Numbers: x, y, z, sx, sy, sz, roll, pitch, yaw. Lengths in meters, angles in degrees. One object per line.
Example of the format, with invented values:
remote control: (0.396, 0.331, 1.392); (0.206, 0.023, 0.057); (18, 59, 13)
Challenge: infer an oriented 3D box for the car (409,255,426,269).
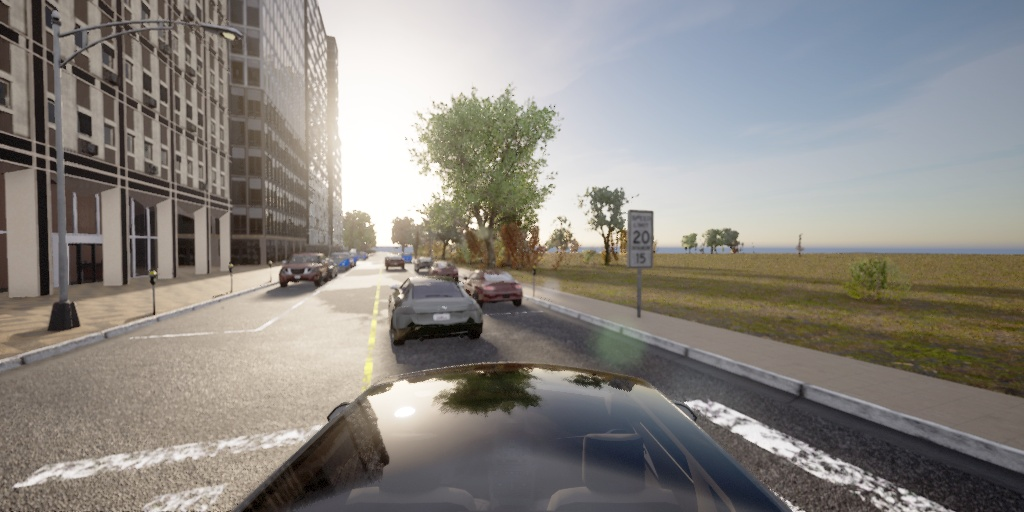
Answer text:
car: (-8.477, 0.794, 34.624); (2.007, 1.370, 4.403); (0, 0, -20)

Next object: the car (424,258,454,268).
car: (-4.652, 0.987, 24.224); (1.802, 1.307, 4.207); (0, 0, -20)

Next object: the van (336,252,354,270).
van: (-17.718, 0.540, 37.049); (1.690, 1.789, 3.998); (0, 0, -20)

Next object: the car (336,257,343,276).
car: (-14.021, 0.926, 26.590); (1.948, 1.339, 4.313); (0, 0, -20)

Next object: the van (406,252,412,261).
van: (-17.823, 0.182, 60.702); (1.690, 1.789, 3.998); (0, 0, -20)

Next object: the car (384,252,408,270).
car: (-12.790, 0.648, 39.220); (1.882, 1.535, 5.008); (0, 1, -19)

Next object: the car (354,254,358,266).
car: (-19.589, 0.700, 42.271); (1.802, 1.307, 4.207); (0, 0, -20)

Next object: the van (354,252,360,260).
van: (-21.461, 0.378, 47.493); (1.690, 1.789, 3.998); (0, 0, -20)

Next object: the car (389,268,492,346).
car: (-2.123, 1.197, 9.282); (1.994, 1.385, 4.181); (0, 1, -20)

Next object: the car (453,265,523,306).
car: (-0.879, 1.148, 13.803); (1.802, 1.307, 4.207); (0, 0, -20)

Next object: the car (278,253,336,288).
car: (-12.193, 0.756, 21.353); (2.192, 1.841, 5.009); (0, 0, -20)
